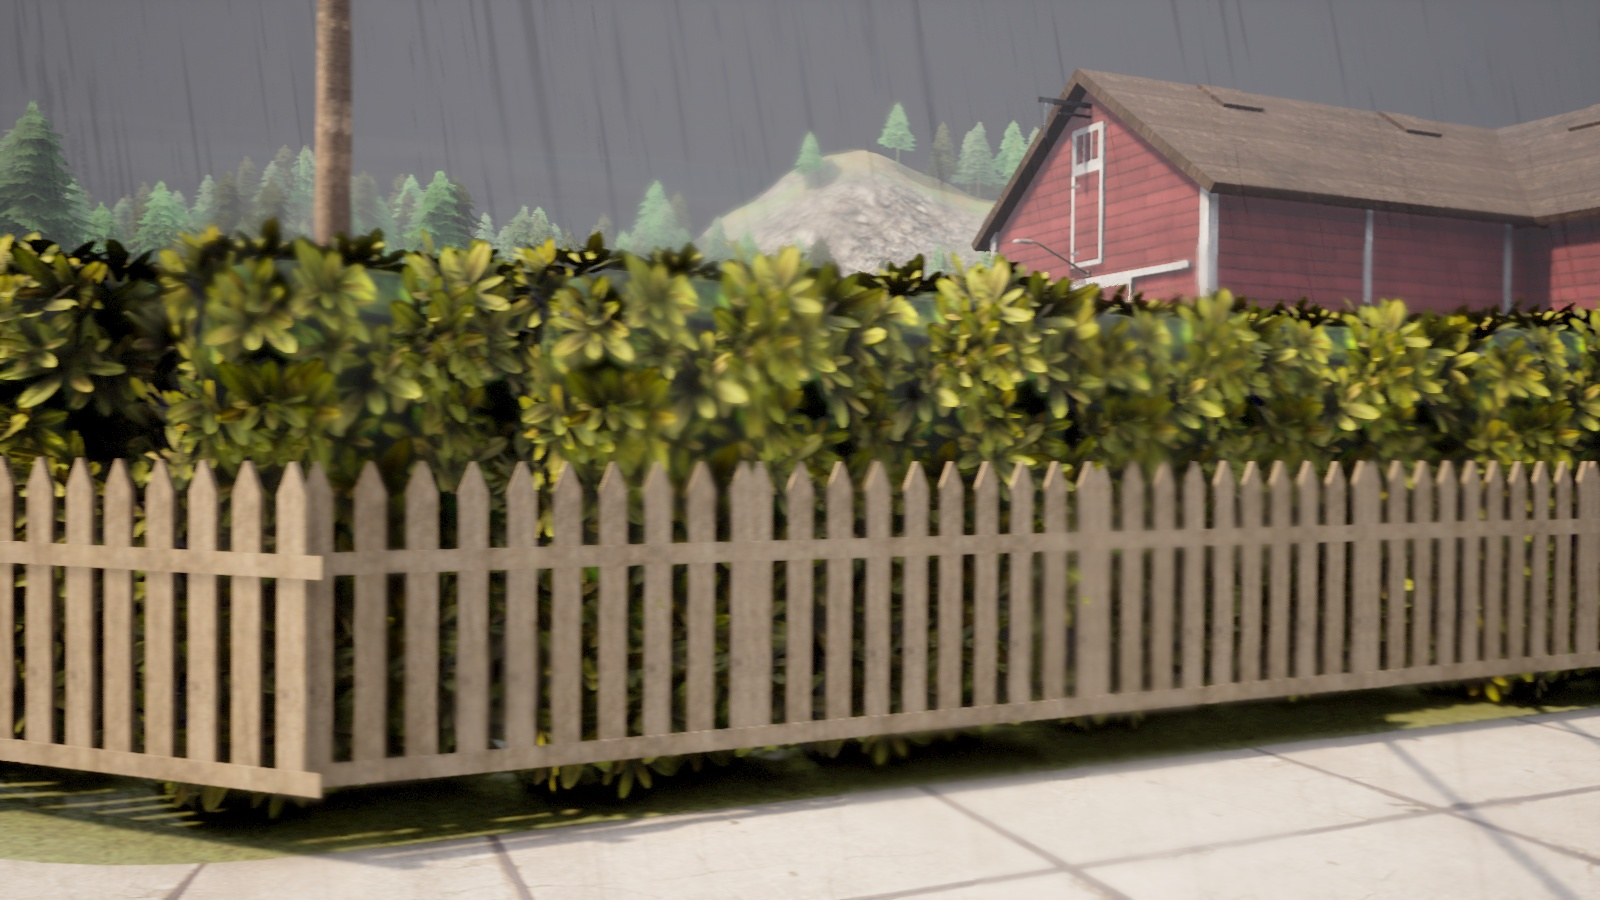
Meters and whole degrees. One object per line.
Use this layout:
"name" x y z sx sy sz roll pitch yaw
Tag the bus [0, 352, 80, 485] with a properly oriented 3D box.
"bus" -29.406 -0.936 40.469 10.273 4.253 3.944 -2 1 -23
